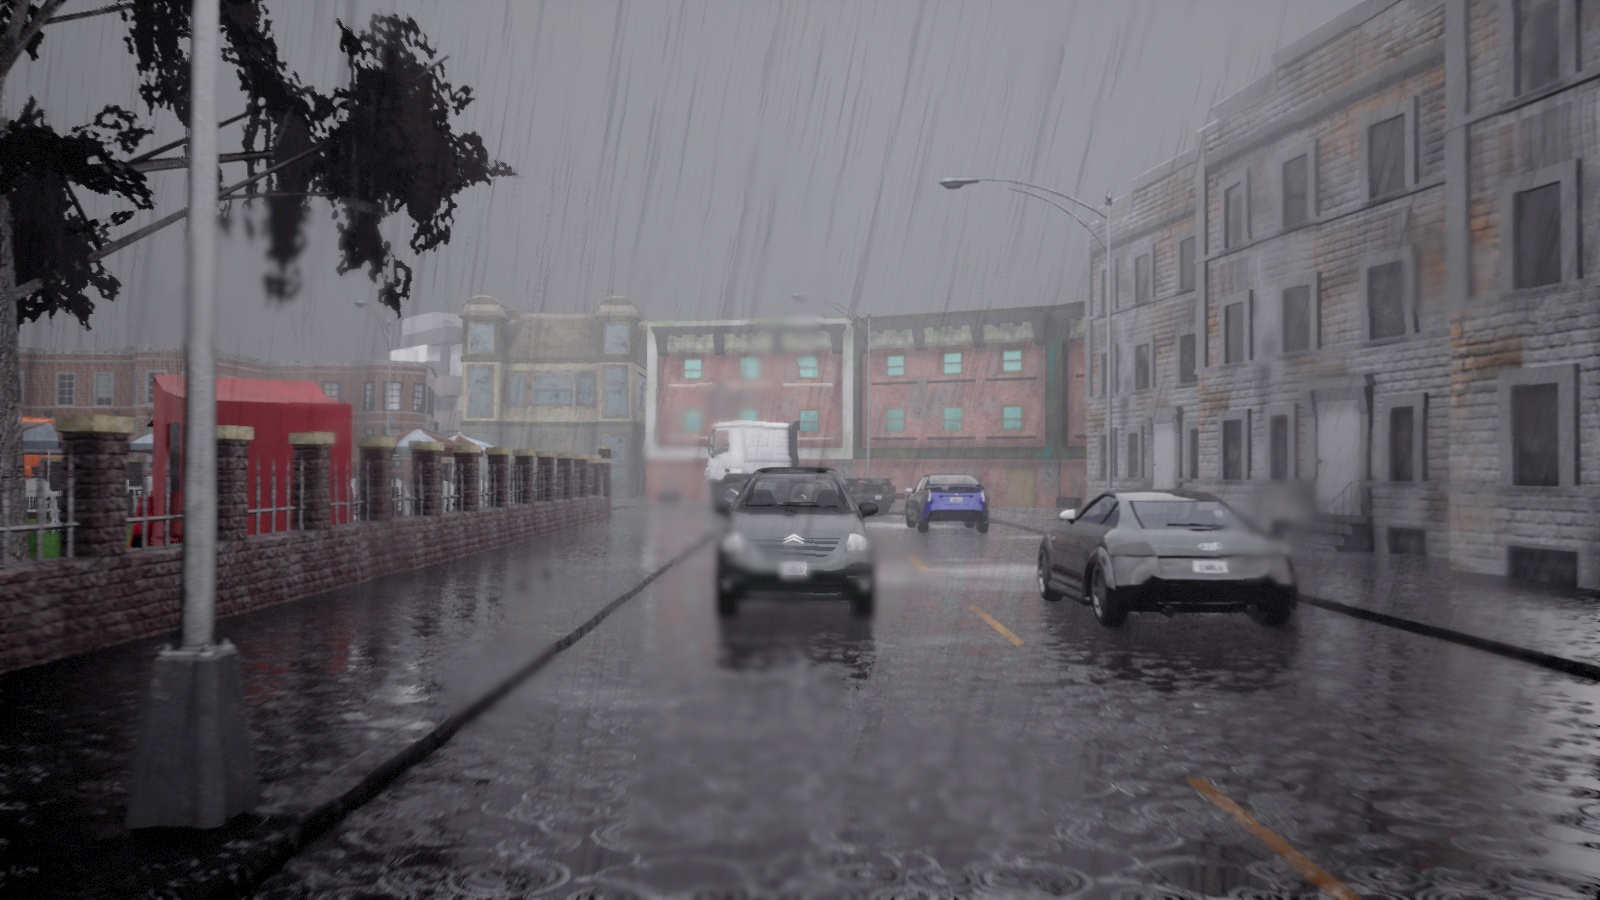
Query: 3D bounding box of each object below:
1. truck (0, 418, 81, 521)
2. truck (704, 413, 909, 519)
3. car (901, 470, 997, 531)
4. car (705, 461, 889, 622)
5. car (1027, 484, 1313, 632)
[{"bbox_3d":[-29.881,0.685,43.791,7.936,3.462,2.891,0,-1,0],"label":"truck"},{"bbox_3d":[0.065,0.591,45.212,2.891,3.462,7.936,1,-1,-40],"label":"truck"},{"bbox_3d":[3.918,1.309,33.704,2.007,1.525,4.514,0,-1,0],"label":"car"},{"bbox_3d":[-0.036,0.959,14.681,1.851,1.617,3.988,0,-1,0],"label":"car"},{"bbox_3d":[3.965,1.101,14.268,1.994,1.385,4.181,0,-1,0],"label":"car"}]
